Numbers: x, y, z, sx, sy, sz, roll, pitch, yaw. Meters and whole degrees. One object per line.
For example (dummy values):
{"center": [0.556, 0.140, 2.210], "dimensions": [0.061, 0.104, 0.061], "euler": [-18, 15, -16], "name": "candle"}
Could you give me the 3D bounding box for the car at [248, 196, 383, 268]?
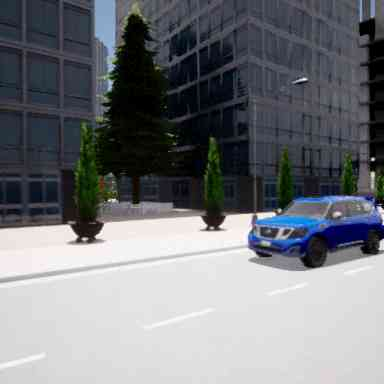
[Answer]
{"center": [4.437, 1.174, 11.459], "dimensions": [5.566, 2.045, 2.150], "euler": [0, 0, -35], "name": "car"}
